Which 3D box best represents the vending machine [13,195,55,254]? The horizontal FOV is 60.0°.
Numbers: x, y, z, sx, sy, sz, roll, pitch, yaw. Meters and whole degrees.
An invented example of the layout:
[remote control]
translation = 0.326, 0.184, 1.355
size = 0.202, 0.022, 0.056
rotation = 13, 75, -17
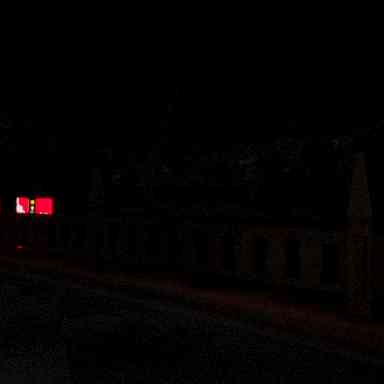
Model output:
[vending machine]
translation = -6.038, 1.188, 12.755
size = 0.880, 2.100, 1.100
rotation = 1, 0, 29
